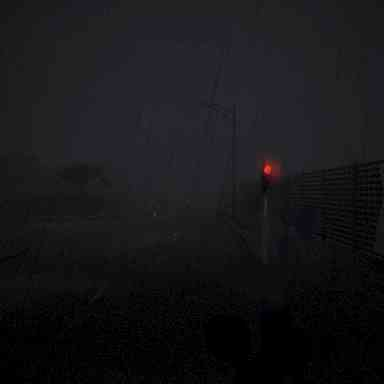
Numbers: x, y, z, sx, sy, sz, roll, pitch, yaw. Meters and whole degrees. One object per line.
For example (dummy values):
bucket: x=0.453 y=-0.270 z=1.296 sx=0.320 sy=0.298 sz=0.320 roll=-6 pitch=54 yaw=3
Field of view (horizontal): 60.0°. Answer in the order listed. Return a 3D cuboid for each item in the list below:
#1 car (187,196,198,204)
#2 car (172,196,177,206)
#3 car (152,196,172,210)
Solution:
car: x=0.094 y=1.505 z=63.222 sx=1.837 sy=1.490 sz=4.892 roll=0 pitch=0 yaw=0
car: x=-4.008 y=1.478 z=54.965 sx=1.882 sy=1.535 sz=5.008 roll=0 pitch=0 yaw=0
car: x=-4.034 y=1.564 z=43.424 sx=1.994 sy=1.385 sz=4.181 roll=0 pitch=0 yaw=0
